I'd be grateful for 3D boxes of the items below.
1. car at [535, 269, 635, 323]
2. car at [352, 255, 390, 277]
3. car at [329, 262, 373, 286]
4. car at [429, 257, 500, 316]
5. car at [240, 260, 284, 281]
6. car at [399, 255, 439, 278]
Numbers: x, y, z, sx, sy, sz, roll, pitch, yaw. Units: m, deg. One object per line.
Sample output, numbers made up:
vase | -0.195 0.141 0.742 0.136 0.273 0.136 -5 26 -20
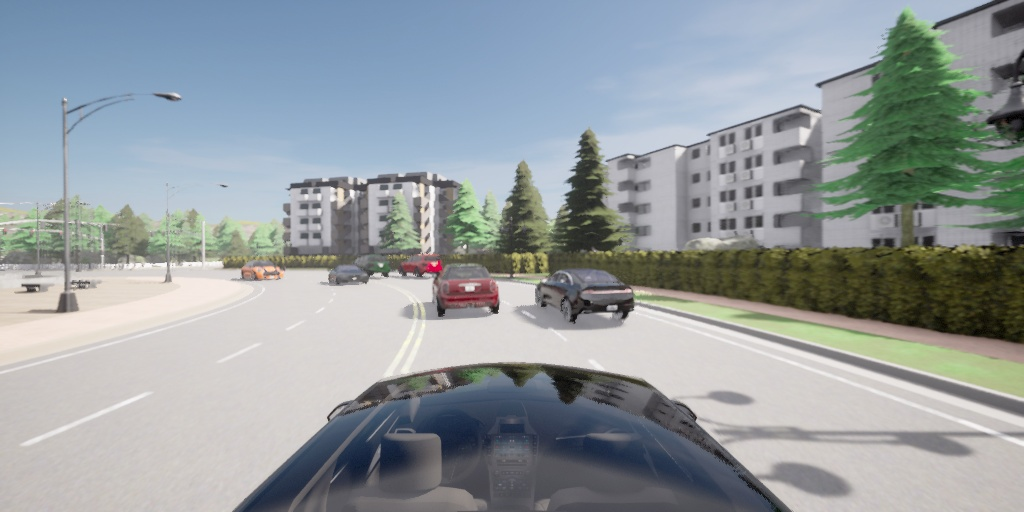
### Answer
car | 2.166 1.166 11.928 2.128 1.511 4.902 -1 0 -12
car | -13.343 0.957 33.326 2.150 2.045 5.566 -1 0 -44
car | -11.703 1.321 25.566 1.994 1.385 4.181 -1 0 -36
car | -1.902 1.062 13.617 2.097 1.767 4.553 -1 0 -15
car | -21.685 1.189 31.120 4.553 1.767 2.097 0 0 38
car | -8.447 0.904 33.148 2.150 2.045 5.566 -1 0 -40
